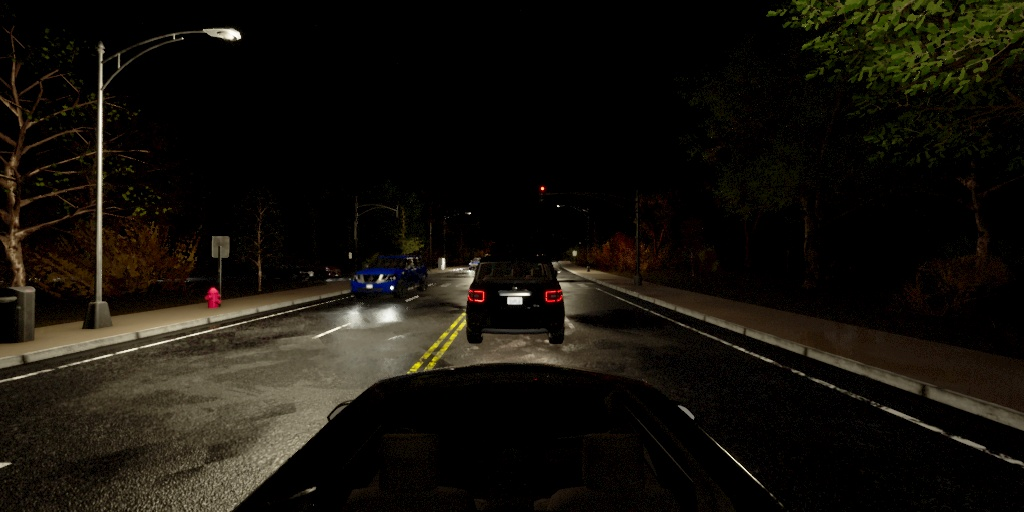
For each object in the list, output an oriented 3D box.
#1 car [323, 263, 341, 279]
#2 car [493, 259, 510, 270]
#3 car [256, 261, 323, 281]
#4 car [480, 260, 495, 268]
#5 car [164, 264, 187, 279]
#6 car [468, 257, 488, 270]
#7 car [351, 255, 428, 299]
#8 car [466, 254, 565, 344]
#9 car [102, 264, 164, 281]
[{"bbox_3d":[-18.782,1.262,34.229,4.553,1.767,2.097,-1,-1,9],"label":"car"},{"bbox_3d":[-1.451,1.190,51.990,2.128,1.511,4.902,0,0,2],"label":"car"},{"bbox_3d":[-19.560,1.372,31.041,4.902,1.511,2.128,0,-1,10],"label":"car"},{"bbox_3d":[-4.065,1.285,59.876,1.895,1.301,4.718,0,0,5],"label":"car"},{"bbox_3d":[-36.325,1.598,37.221,4.892,1.490,1.837,-1,-1,10],"label":"car"},{"bbox_3d":[-4.768,1.055,50.920,2.097,1.767,4.553,0,0,4],"label":"car"},{"bbox_3d":[-6.013,0.972,18.435,2.150,2.045,5.566,0,0,4],"label":"car"},{"bbox_3d":[0.110,0.972,9.727,2.150,2.045,5.566,0,0,1],"label":"car"},{"bbox_3d":[-36.269,1.537,33.914,5.008,1.535,1.882,-1,-1,10],"label":"car"}]
